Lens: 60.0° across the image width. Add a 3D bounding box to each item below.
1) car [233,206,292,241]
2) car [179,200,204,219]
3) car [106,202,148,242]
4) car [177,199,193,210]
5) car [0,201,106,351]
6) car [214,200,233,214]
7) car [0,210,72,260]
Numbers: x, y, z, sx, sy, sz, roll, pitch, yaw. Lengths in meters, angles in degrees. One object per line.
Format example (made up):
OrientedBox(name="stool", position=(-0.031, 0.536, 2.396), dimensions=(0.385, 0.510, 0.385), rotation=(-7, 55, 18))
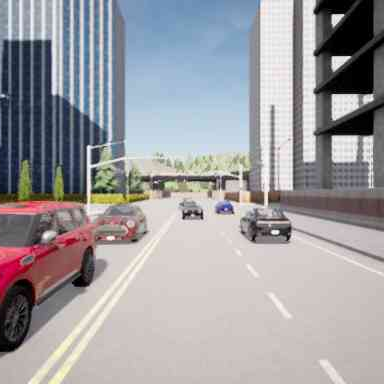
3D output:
OrientedBox(name="car", position=(3.603, 1.543, 16.818), dimensions=(2.128, 1.511, 4.902), rotation=(0, 0, 0))
OrientedBox(name="car", position=(0.072, 1.694, 30.350), dimensions=(1.895, 1.301, 4.718), rotation=(0, 0, 0))
OrientedBox(name="car", position=(-3.497, 1.403, 16.590), dimensions=(2.097, 1.767, 4.553), rotation=(0, 0, 0))
OrientedBox(name="car", position=(-0.669, 1.625, 43.113), dimensions=(2.128, 1.511, 4.902), rotation=(0, 0, -11))
OrientedBox(name="car", position=(-3.574, 1.242, 6.580), dimensions=(2.150, 2.045, 5.566), rotation=(0, 0, 0))
OrientedBox(name="car", position=(3.592, 1.639, 37.135), dimensions=(1.812, 1.442, 4.674), rotation=(0, 0, 0))
OrientedBox(name="car", position=(-7.019, 1.591, 13.901), dimensions=(2.033, 1.411, 5.357), rotation=(0, 0, 0))
